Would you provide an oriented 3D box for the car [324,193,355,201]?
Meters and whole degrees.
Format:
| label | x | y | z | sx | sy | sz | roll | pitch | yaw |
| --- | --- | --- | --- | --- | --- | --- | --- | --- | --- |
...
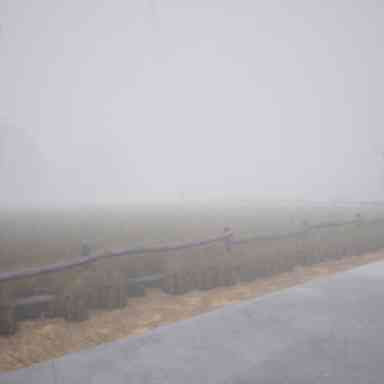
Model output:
| label | x | y | z | sx | sy | sz | roll | pitch | yaw |
| --- | --- | --- | --- | --- | --- | --- | --- | --- | --- |
| car | 32.061 | 1.152 | 72.189 | 2.242 | 1.667 | 4.611 | -1 | 0 | -39 |
